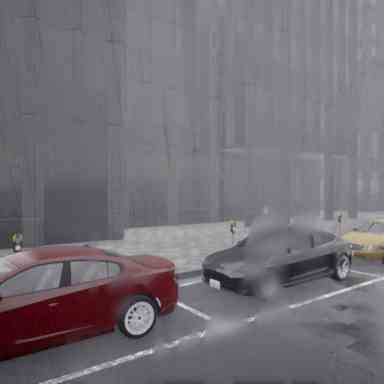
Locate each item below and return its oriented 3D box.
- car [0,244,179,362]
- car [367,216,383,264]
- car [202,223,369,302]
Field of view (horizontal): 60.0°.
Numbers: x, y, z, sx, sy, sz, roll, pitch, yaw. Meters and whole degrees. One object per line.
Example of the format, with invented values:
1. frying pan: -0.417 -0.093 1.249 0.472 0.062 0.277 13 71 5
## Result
1. car: -2.330 1.544 4.990 4.507 1.381 1.887 0 0 -36
2. car: 6.703 1.524 11.445 4.829 1.417 1.752 0 0 -36
3. car: 2.255 1.564 8.267 4.313 1.339 1.947 0 0 -36
